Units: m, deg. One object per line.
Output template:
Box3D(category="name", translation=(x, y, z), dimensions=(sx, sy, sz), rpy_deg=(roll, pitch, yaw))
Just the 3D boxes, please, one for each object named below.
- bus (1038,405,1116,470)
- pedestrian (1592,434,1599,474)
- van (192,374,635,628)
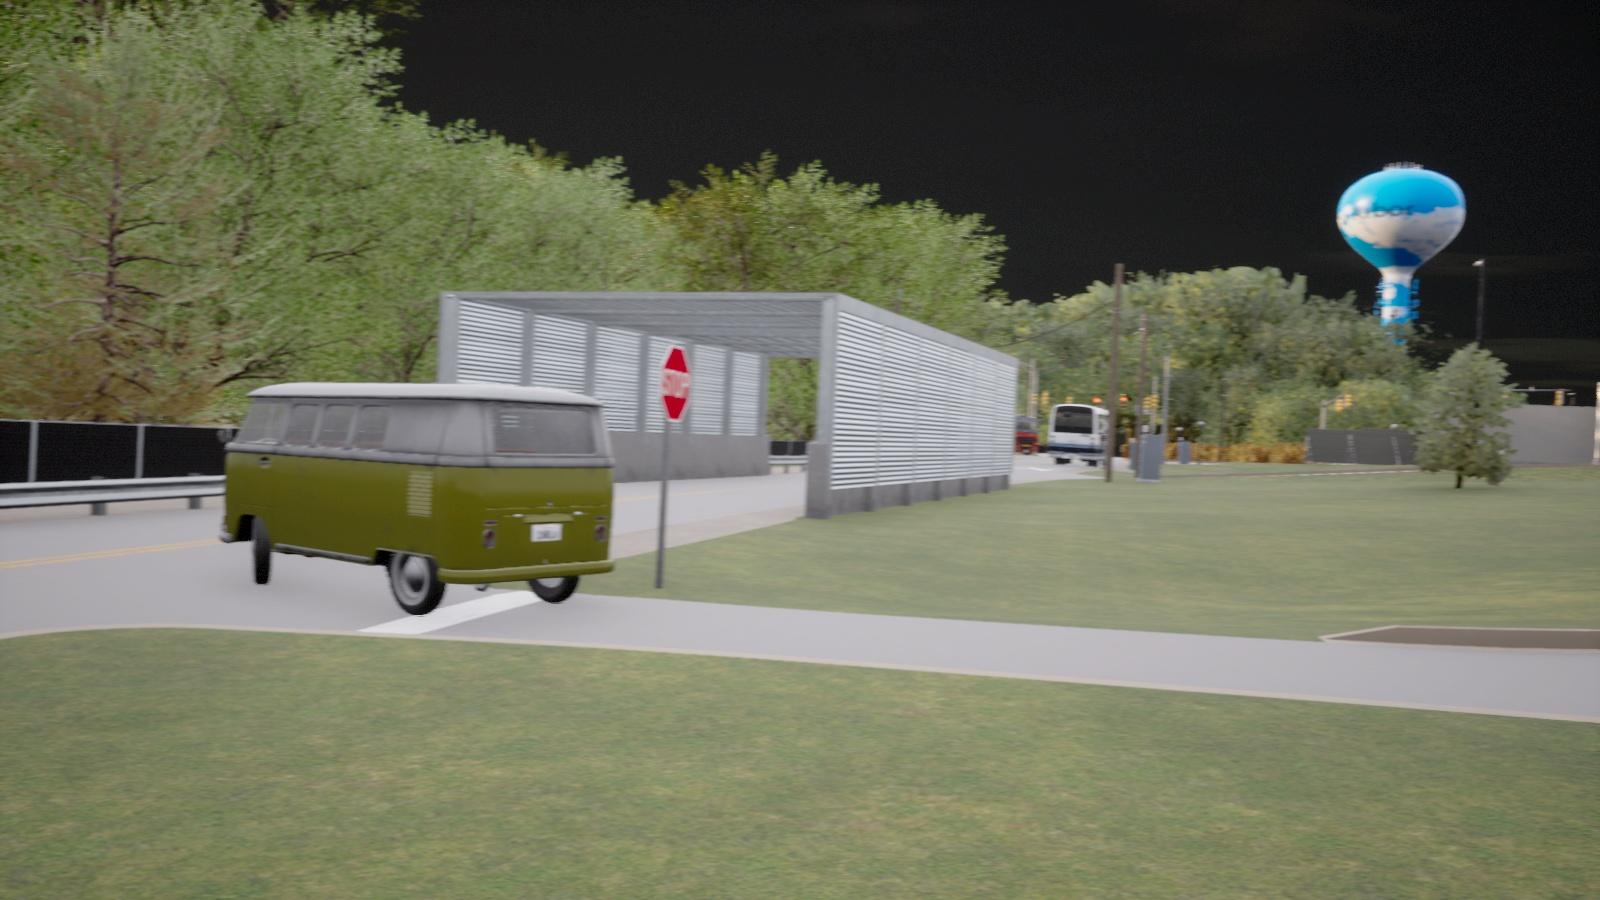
Box3D(category="bus", translation=(20.113, -0.870, 90.565), dimensions=(3.944, 4.253, 10.273), rpy_deg=(4, 1, 20))
Box3D(category="pedestrian", translation=(39.380, 0.199, 61.704), dimensions=(0.666, 1.930, 0.402), rpy_deg=(3, -1, 33))
Box3D(category="van", translation=(-3.790, 0.329, 11.895), dimensions=(4.442, 1.987, 1.775), rpy_deg=(3, 1, 39))
